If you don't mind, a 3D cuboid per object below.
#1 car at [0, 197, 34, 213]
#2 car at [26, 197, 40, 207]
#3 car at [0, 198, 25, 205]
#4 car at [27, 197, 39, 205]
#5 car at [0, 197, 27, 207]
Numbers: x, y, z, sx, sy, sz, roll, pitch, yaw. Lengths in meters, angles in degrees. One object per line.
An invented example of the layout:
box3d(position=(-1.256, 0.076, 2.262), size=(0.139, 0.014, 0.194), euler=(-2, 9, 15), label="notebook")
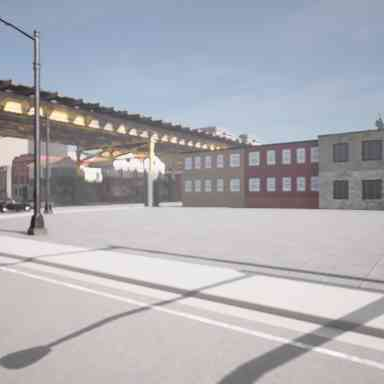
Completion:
box3d(position=(-21.523, 1.690, 39.745), size=(2.128, 1.511, 4.902), euler=(0, 0, 24), label="car")
box3d(position=(-28.140, 1.732, 58.977), size=(2.038, 1.542, 4.974), euler=(0, 0, -24), label="car")
box3d(position=(-31.712, 1.585, 57.746), size=(4.536, 1.218, 1.853), euler=(0, 0, 6), label="car")
box3d(position=(-28.161, 1.574, 59.025), size=(1.853, 1.218, 4.536), euler=(0, 0, -24), label="car")
box3d(position=(-31.660, 1.743, 57.740), size=(4.974, 1.542, 2.038), euler=(0, 0, 6), label="car")
